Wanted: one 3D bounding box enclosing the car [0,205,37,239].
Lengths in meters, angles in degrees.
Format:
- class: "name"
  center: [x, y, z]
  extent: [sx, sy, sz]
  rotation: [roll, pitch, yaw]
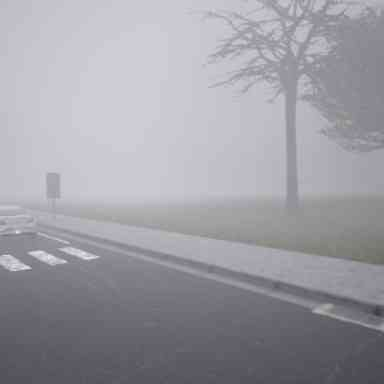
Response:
- class: "car"
  center: [-8.431, 1.322, 14.908]
  extent: [1.812, 1.442, 4.674]
  rotation: [-2, 1, -42]
